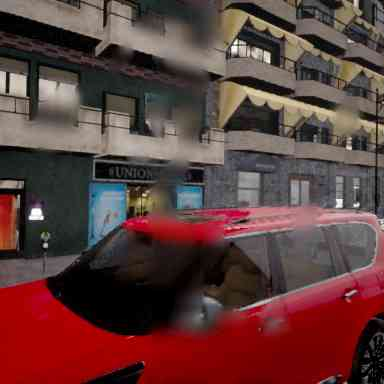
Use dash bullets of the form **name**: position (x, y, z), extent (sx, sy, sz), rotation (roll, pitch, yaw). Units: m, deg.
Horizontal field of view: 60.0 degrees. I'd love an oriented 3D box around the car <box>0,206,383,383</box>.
- **car**: position (0.087, 1.222, 3.445), extent (5.566, 2.045, 2.150), rotation (0, 0, -36)
